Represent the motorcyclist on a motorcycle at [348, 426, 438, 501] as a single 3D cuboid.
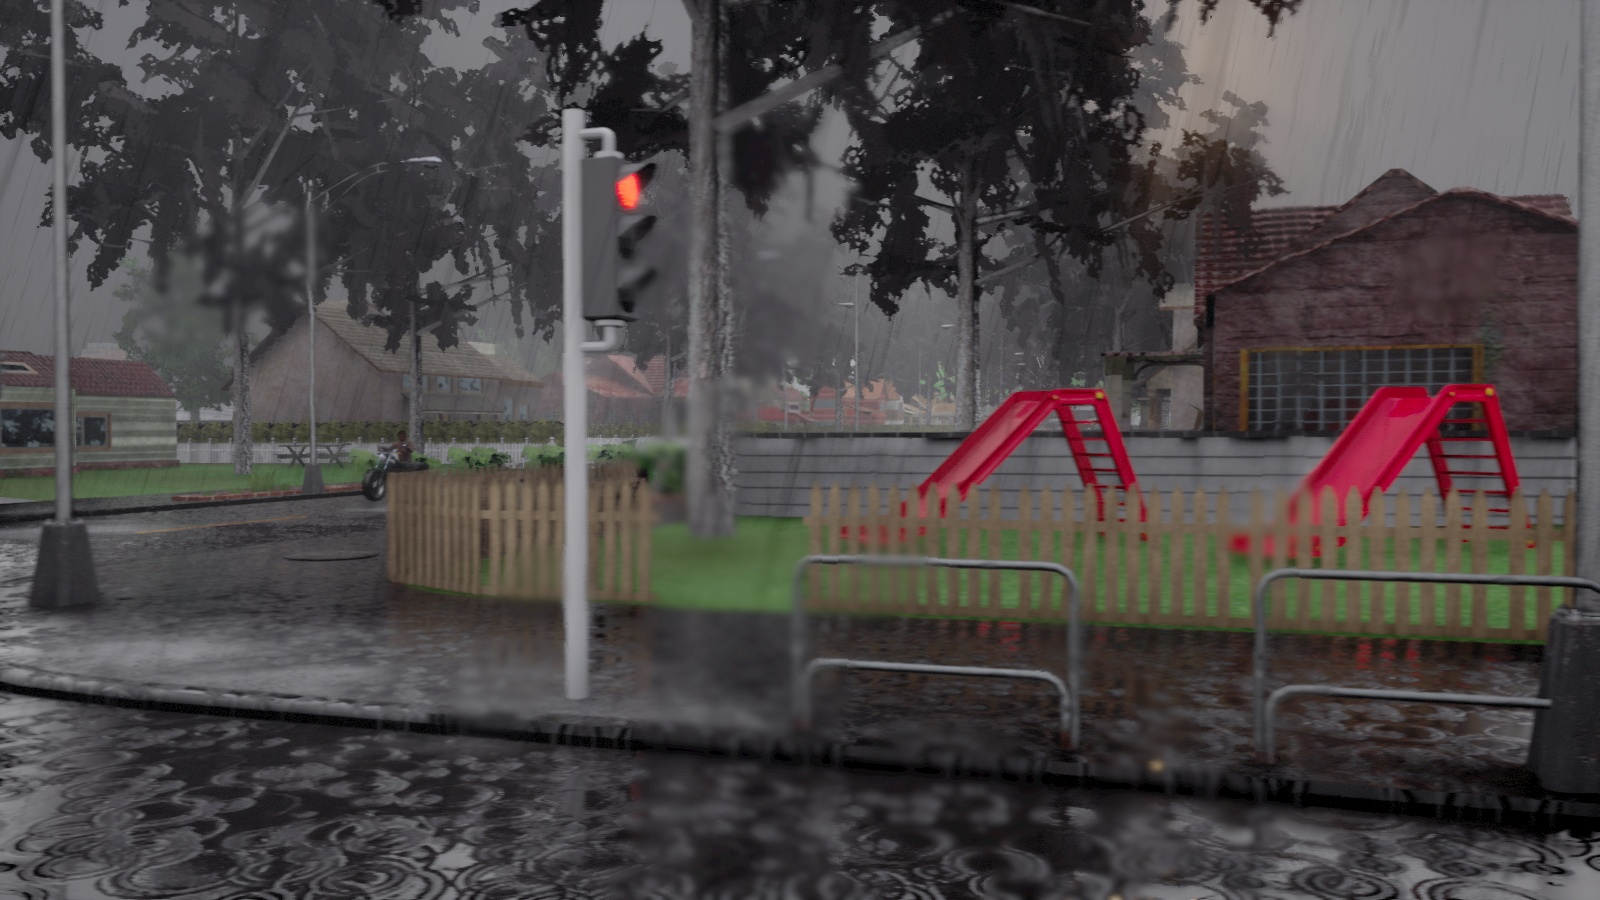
[{"bbox_3d":[-9.412,0.277,29.155,0.766,1.649,2.350,1,1,18],"label":"motorcyclist on a motorcycle"}]
